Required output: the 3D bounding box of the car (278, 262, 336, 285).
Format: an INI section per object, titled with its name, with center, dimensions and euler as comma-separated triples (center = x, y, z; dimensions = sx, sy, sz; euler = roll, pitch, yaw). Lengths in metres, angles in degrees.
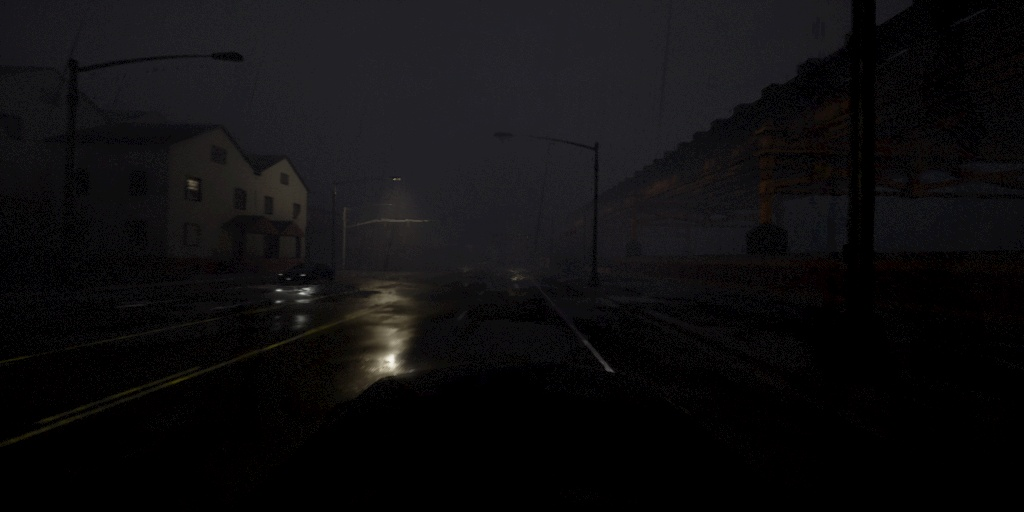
[car]
center = -13.863, 1.137, 24.604
dimensions = 1.812, 1.442, 4.674
euler = 1, 0, 0
